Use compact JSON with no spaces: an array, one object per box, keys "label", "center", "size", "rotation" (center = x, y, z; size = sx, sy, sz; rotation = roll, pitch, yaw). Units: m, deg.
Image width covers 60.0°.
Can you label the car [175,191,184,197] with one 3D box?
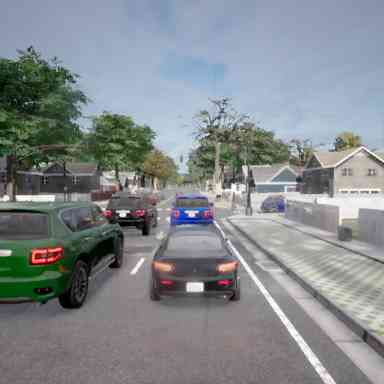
[{"label":"car","center":[-3.228,0.428,86.411],"size":[1.994,1.385,4.181],"rotation":[0,1,0]}]

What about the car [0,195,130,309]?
[{"label":"car","center":[-3.186,1.209,7.997],"size":[2.150,2.045,5.566],"rotation":[0,0,1]}]

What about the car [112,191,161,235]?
[{"label":"car","center":[-3.222,1.157,18.348],"size":[2.150,2.045,5.566],"rotation":[0,0,1]}]

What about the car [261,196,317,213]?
[{"label":"car","center":[8.881,1.124,31.308],"size":[4.553,1.767,2.097],"rotation":[0,1,-1]}]

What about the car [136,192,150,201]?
[{"label":"car","center":[-9.750,0.850,66.521],"size":[2.128,1.511,4.902],"rotation":[0,1,1]}]

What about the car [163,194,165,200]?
[{"label":"car","center":[-6.510,0.855,66.342],"size":[2.128,1.511,4.902],"rotation":[0,1,1]}]

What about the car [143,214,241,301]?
[{"label":"car","center":[0.067,1.513,8.190],"size":[1.812,1.442,4.674],"rotation":[0,0,0]}]

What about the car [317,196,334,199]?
[{"label":"car","center":[13.286,1.196,34.372],"size":[4.902,1.511,2.128],"rotation":[0,1,-2]}]

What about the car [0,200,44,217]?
[{"label":"car","center":[-16.572,1.493,30.969],"size":[4.674,1.442,1.812],"rotation":[0,1,1]}]

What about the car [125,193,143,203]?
[{"label":"car","center":[-9.820,1.040,56.546],"size":[2.128,1.511,4.902],"rotation":[0,1,0]}]

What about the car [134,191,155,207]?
[{"label":"car","center":[-6.585,0.886,46.814],"size":[2.150,2.045,5.566],"rotation":[0,1,0]}]

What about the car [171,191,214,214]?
[{"label":"car","center":[0.026,1.158,18.223],"size":[2.150,2.045,5.566],"rotation":[0,0,1]}]

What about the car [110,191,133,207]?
[{"label":"car","center":[-9.836,0.886,46.867],"size":[2.150,2.045,5.566],"rotation":[0,1,0]}]

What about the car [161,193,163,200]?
[{"label":"car","center":[-6.567,1.118,56.222],"size":[1.994,1.385,4.181],"rotation":[0,1,1]}]
